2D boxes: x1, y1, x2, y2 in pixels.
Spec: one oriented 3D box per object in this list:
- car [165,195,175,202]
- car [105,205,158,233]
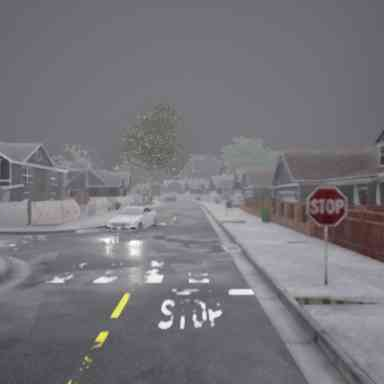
[{"bbox_3d":[-4.572,1.403,69.447,2.033,1.411,5.357,0,0,-8],"label":"car"},{"bbox_3d":[-3.386,1.540,19.794,1.812,1.442,4.674,0,2,12],"label":"car"}]
